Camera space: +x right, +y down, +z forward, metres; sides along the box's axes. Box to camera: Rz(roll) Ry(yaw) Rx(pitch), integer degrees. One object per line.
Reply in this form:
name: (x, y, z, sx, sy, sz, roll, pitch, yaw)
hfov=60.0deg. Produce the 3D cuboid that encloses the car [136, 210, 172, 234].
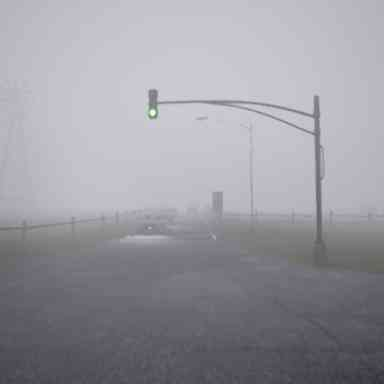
car: (-2.805, 2.239, 24.123, 1.994, 1.385, 4.181, 0, -1, 0)

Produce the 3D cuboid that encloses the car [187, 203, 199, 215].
car: (0.113, 2.942, 54.638, 1.882, 1.535, 5.008, 0, -2, 0)

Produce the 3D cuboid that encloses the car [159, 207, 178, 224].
car: (-2.778, 2.419, 34.302, 1.882, 1.535, 5.008, 0, -1, 1)
